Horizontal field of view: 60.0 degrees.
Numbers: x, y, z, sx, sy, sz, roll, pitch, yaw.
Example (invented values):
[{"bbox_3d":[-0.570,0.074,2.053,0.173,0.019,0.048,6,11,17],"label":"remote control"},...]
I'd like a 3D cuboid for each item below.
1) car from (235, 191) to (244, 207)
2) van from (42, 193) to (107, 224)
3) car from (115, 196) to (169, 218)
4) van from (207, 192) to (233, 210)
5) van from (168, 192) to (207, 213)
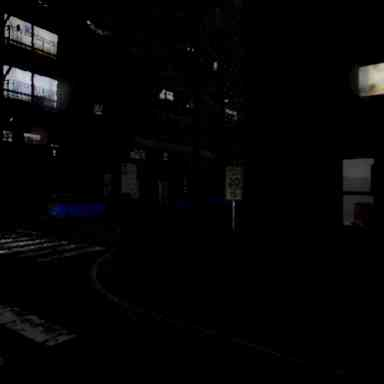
[{"bbox_3d":[5.805,0.795,39.215,2.192,1.841,5.009,1,1,35],"label":"car"},{"bbox_3d":[-7.204,0.959,20.781,1.690,1.788,3.998,1,1,35],"label":"van"},{"bbox_3d":[-3.953,1.165,25.393,1.802,1.307,4.206,1,1,35],"label":"car"},{"bbox_3d":[2.553,0.855,34.607,1.690,1.788,3.998,1,1,35],"label":"van"},{"bbox_3d":[-0.699,0.889,29.998,1.690,1.788,3.998,1,1,35],"label":"van"}]
